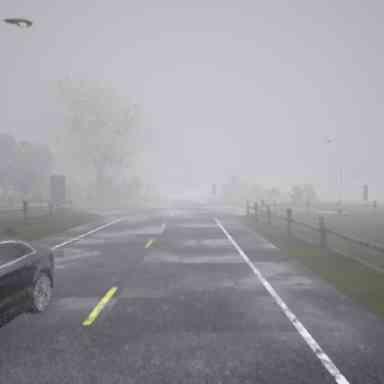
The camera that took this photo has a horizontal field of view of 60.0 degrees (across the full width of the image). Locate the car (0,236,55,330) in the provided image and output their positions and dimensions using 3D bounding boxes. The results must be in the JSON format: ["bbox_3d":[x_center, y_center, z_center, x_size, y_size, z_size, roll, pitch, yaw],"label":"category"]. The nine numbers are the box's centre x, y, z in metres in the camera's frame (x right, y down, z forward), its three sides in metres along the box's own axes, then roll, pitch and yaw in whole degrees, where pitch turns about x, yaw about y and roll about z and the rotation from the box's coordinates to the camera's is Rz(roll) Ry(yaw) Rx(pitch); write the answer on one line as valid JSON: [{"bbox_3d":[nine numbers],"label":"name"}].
[{"bbox_3d":[-3.597,1.448,4.620,2.128,1.511,4.902,0,0,0],"label":"car"}]

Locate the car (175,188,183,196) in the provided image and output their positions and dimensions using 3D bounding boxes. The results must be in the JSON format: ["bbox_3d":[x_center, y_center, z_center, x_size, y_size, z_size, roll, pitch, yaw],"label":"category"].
[{"bbox_3d":[-3.509,-0.038,91.017,2.150,2.045,5.566,0,1,0],"label":"car"}]
